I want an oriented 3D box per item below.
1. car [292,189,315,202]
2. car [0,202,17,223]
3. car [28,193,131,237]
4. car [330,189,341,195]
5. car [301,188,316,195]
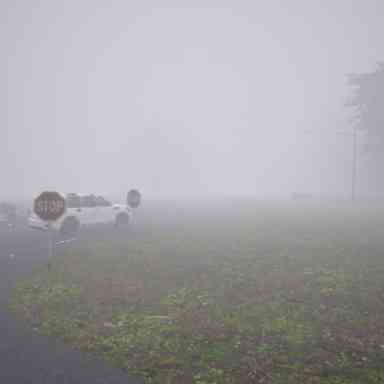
[{"bbox_3d":[16.151,0.525,48.608,1.882,1.535,5.008,2,2,34],"label":"car"},{"bbox_3d":[-13.084,1.234,19.727,2.128,1.511,4.902,2,3,36],"label":"car"},{"bbox_3d":[-5.803,1.086,17.854,2.150,2.045,5.566,2,3,36],"label":"car"},{"bbox_3d":[34.340,-0.004,79.585,1.994,1.385,4.181,2,2,34],"label":"car"},{"bbox_3d":[26.012,-0.040,74.237,1.812,1.442,4.674,2,2,36],"label":"car"}]
